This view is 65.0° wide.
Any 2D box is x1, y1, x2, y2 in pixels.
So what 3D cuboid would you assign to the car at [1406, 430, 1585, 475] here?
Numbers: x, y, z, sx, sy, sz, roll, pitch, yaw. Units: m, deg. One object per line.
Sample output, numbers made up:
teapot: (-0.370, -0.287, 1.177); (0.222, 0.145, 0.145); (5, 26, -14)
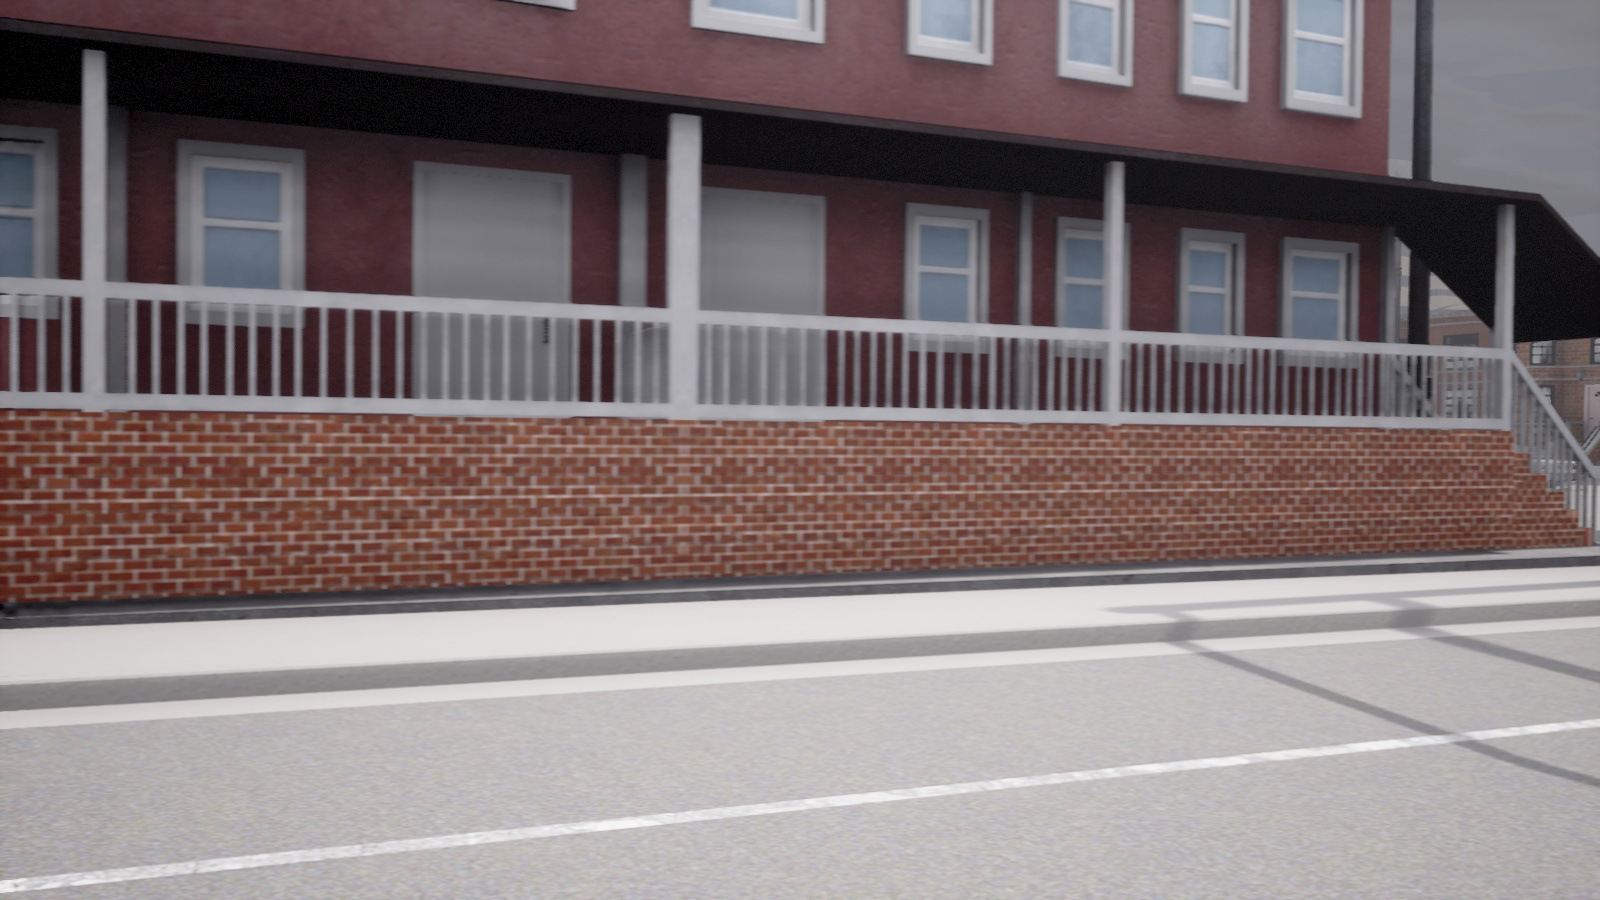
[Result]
car: (21.279, 0.039, 38.672); (1.895, 1.301, 4.718); (-1, 1, -21)
